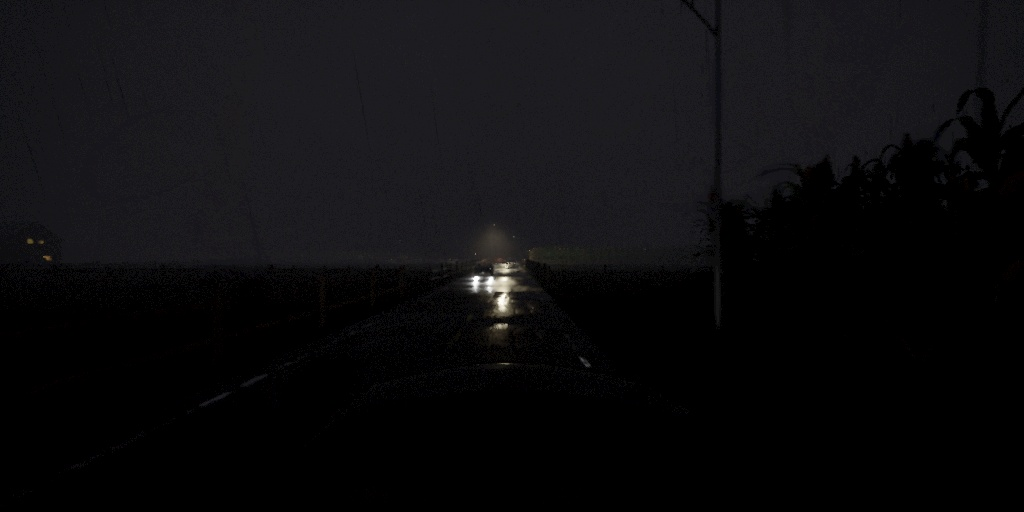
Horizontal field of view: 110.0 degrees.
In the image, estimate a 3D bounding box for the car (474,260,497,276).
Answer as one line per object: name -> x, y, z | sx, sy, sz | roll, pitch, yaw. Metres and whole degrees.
car -> -2.836, 1.330, 37.314 | 1.895, 1.301, 4.718 | 0, 0, 0
